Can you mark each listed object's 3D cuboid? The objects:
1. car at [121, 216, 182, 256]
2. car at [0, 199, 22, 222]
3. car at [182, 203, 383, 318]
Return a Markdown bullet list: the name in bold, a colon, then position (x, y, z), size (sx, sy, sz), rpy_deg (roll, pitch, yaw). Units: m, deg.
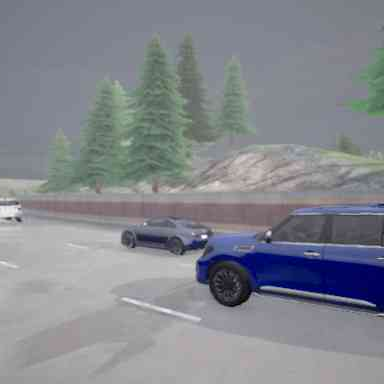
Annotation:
- **car**: position (-1.074, 1.694, 13.922), size (4.181, 1.385, 1.994), rpy_deg (-1, -1, 40)
- **car**: position (-16.677, 1.613, 29.257), size (2.150, 2.045, 5.566), rpy_deg (0, -1, -41)
- **car**: position (2.722, 1.252, 6.382), size (5.566, 2.045, 2.150), rpy_deg (-1, -1, 37)
